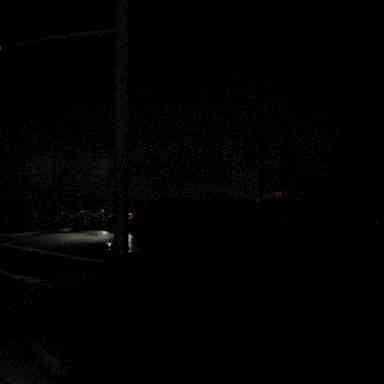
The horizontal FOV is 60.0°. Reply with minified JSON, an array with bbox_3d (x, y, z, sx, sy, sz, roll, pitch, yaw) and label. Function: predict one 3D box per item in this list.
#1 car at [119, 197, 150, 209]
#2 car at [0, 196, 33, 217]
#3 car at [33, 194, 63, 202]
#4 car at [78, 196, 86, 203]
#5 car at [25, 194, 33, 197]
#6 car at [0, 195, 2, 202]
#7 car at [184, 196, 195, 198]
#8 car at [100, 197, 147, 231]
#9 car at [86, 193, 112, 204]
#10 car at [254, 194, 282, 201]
[{"bbox_3d":[-7.499,1.382,43.836,1.970,1.475,3.806,0,0,35],"label":"car"},{"bbox_3d":[-15.817,1.337,26.918,2.007,1.523,4.514,0,0,35],"label":"car"},{"bbox_3d":[-28.915,1.149,67.759,2.152,1.636,5.027,0,0,35],"label":"car"},{"bbox_3d":[-18.474,1.073,60.365,1.905,1.878,3.866,0,0,35],"label":"car"},{"bbox_3d":[-34.339,1.227,71.204,1.970,1.475,3.806,0,0,35],"label":"car"},{"bbox_3d":[-41.402,1.293,67.569,2.007,1.523,4.514,0,0,35],"label":"car"},{"bbox_3d":[-0.778,1.372,48.169,1.845,1.501,3.633,0,0,35],"label":"car"},{"bbox_3d":[-3.056,1.351,20.569,2.097,1.767,4.553,0,0,35],"label":"car"},{"bbox_3d":[-15.864,1.094,59.022,1.932,1.855,4.605,0,0,35],"label":"car"},{"bbox_3d":[8.422,1.220,37.051,2.150,2.045,5.566,0,0,35],"label":"car"}]
